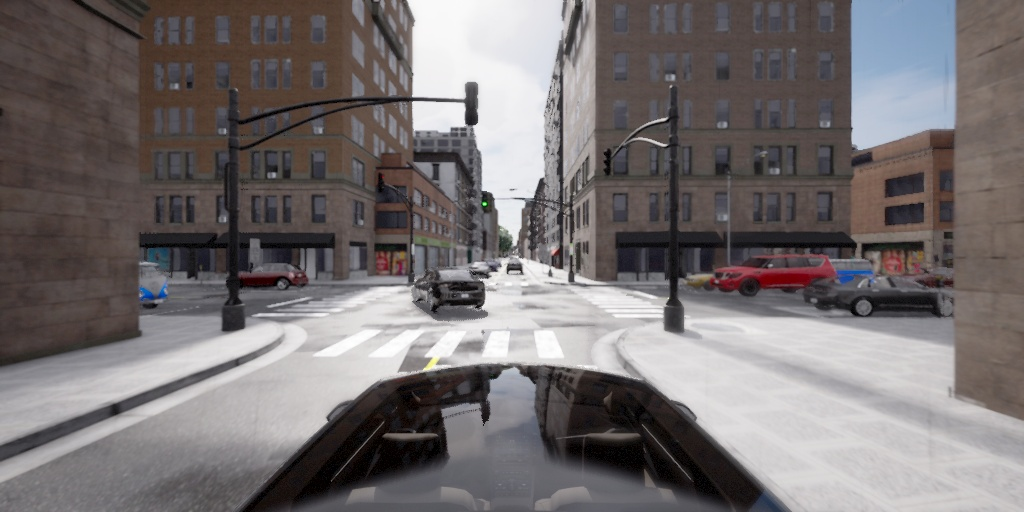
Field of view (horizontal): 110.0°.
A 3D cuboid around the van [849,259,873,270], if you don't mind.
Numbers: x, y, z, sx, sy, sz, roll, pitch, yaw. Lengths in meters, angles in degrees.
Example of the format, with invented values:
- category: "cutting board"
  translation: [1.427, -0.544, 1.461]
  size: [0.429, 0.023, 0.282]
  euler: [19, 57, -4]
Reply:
- category: "van"
  translation: [18.362, 1.066, 20.751]
  size: [3.998, 1.789, 1.690]
  euler: [0, 0, 1]

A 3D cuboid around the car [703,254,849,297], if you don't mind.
- category: "car"
  translation: [13.212, 0.949, 18.263]
  size: [5.566, 2.045, 2.150]
  euler: [0, 0, 1]

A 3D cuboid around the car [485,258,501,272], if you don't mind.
- category: "car"
  translation: [-2.856, 1.055, 44.260]
  size: [2.097, 1.767, 4.553]
  euler: [0, 0, 0]

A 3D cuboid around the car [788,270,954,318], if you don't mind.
- category: "car"
  translation: [12.576, 1.296, 12.316]
  size: [4.403, 1.370, 2.007]
  euler: [0, 0, 1]

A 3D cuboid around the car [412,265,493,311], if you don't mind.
- category: "car"
  translation: [-2.689, 1.217, 14.536]
  size: [1.882, 1.535, 5.008]
  euler: [1, 0, -25]

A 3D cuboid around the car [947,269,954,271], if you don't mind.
- category: "car"
  translation: [18.412, 1.272, 12.223]
  size: [4.829, 1.417, 1.751]
  euler: [0, 0, 1]

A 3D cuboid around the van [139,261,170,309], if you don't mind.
- category: "van"
  translation: [-14.617, 1.083, 12.749]
  size: [3.998, 1.789, 1.690]
  euler: [0, 0, 1]

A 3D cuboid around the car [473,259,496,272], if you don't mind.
- category: "car"
  translation: [-2.926, 1.266, 33.549]
  size: [2.033, 1.411, 5.357]
  euler: [0, 0, 0]

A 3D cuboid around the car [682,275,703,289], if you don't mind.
- category: "car"
  translation: [12.523, 1.250, 20.843]
  size: [4.829, 1.417, 1.751]
  euler: [0, 0, 1]

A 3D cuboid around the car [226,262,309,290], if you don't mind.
- category: "car"
  translation: [-14.499, 1.160, 21.273]
  size: [4.097, 1.591, 1.967]
  euler: [0, 0, 1]

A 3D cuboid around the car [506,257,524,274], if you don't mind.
- category: "car"
  translation: [0.314, 1.212, 41.462]
  size: [1.837, 1.490, 4.892]
  euler: [0, 0, 0]

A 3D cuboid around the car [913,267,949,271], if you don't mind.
- category: "car"
  translation: [24.032, 1.306, 20.661]
  size: [4.207, 1.307, 1.802]
  euler: [0, 0, 1]
